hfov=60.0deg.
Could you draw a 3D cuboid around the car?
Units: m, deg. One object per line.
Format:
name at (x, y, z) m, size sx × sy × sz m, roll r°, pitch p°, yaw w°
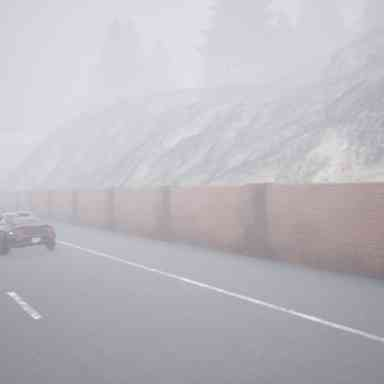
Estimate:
car at (-7.033, 1.530, 13.518) m, size 1.812 × 1.442 × 4.674 m, roll -1°, pitch 1°, yaw -41°
